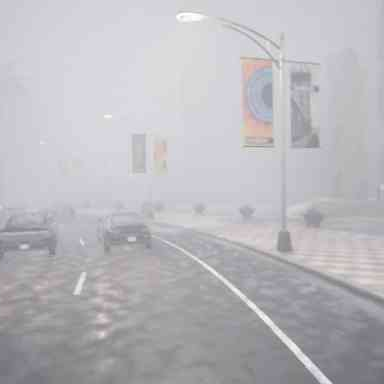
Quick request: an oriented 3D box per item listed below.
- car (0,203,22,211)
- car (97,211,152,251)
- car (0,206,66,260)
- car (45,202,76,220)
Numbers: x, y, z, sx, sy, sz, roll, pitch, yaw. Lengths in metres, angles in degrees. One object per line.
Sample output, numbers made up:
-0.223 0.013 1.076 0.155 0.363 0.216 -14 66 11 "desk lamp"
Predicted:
-14.817 1.651 26.716 2.128 1.511 4.902 -1 0 -42 "car"
-2.947 1.536 14.166 1.812 1.442 4.674 -1 0 -20 "car"
-6.217 1.554 12.976 2.128 1.511 4.902 -1 0 -20 "car"
-11.581 1.598 28.328 2.128 1.511 4.902 -1 0 -41 "car"
